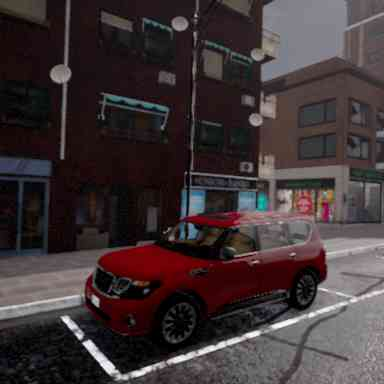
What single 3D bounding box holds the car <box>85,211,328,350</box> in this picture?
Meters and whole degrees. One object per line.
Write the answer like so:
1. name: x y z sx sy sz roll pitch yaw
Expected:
1. car: 0.600 1.355 6.488 5.009 1.841 2.192 1 1 -35
